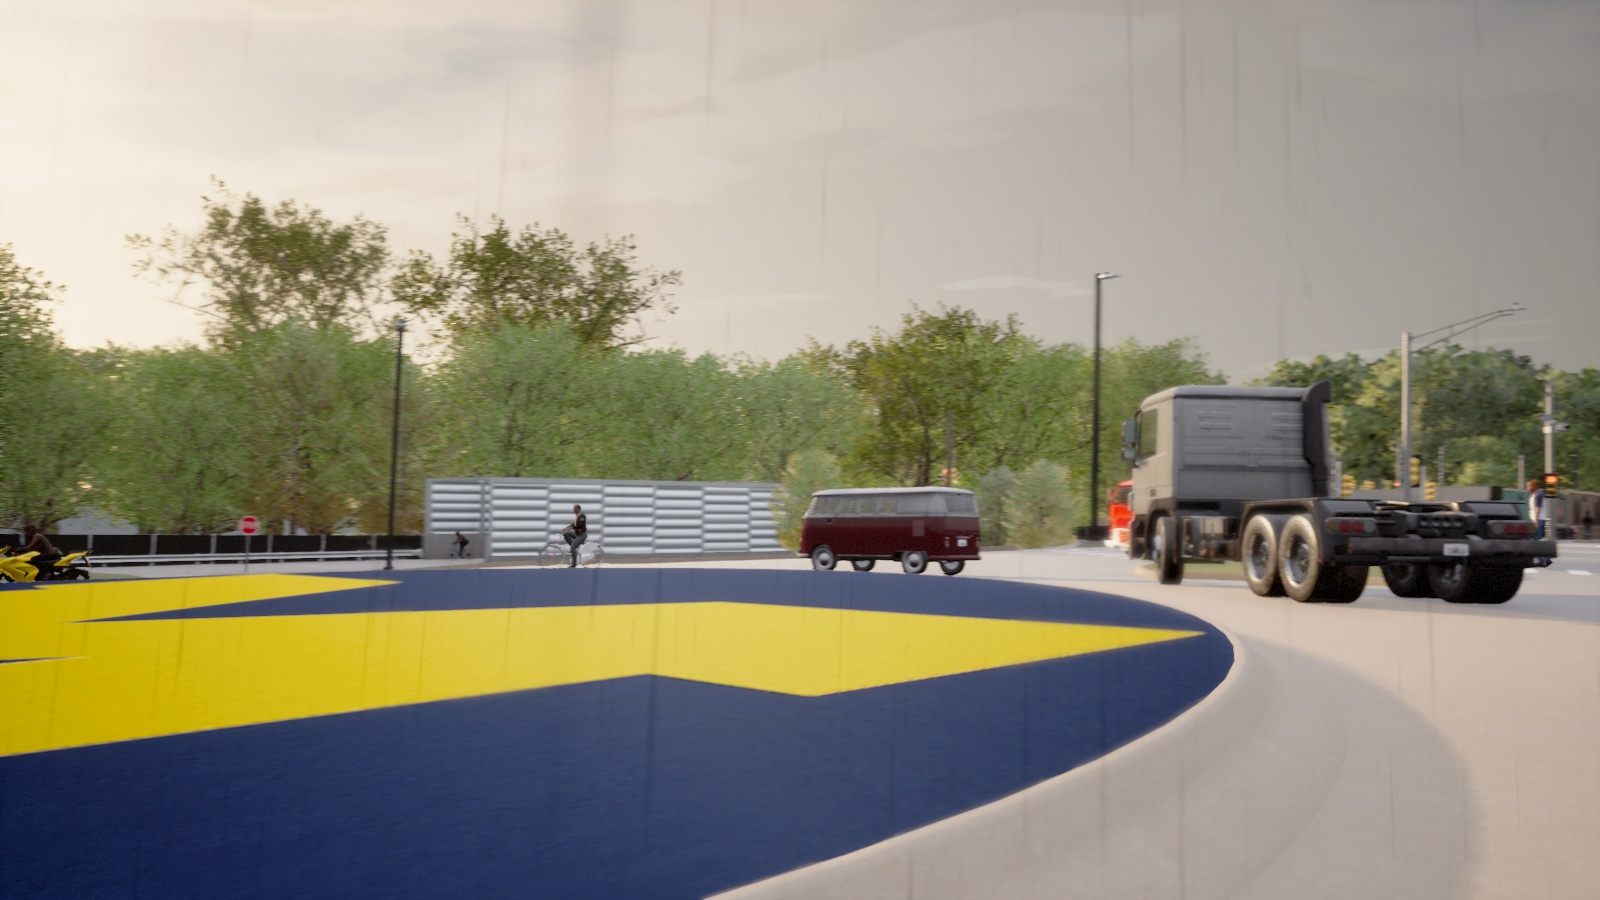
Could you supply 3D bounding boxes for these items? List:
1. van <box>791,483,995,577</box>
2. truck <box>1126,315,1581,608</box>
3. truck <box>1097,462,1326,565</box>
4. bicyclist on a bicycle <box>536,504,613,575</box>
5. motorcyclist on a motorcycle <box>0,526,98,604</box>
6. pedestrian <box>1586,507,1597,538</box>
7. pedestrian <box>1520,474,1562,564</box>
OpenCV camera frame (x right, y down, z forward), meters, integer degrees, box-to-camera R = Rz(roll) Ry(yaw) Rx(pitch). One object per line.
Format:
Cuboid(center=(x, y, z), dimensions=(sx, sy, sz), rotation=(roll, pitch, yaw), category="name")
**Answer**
Cuboid(center=(2.056, 1.844, 28.675), dimensions=(4.442, 1.987, 1.775), rotation=(-4, -6, 41), category="van")
Cuboid(center=(7.638, 0.394, 18.964), dimensions=(2.891, 3.462, 7.936), rotation=(1, -4, -4), category="truck")
Cuboid(center=(10.885, 1.615, 33.292), dimensions=(5.204, 2.467, 2.627), rotation=(-1, -1, -21), category="truck")
Cuboid(center=(-5.935, 2.337, 33.025), dimensions=(1.843, 1.776, 0.659), rotation=(1, -4, -33), category="bicyclist on a bicycle")
Cuboid(center=(-15.914, 2.407, 26.245), dimensions=(2.044, 1.523, 0.797), rotation=(0, -7, -21), category="motorcyclist on a motorcycle")
Cuboid(center=(49.478, 4.535, 78.497), dimensions=(0.666, 1.930, 0.402), rotation=(4, -4, -42), category="pedestrian")
Cuboid(center=(15.305, 1.427, 25.945), dimensions=(0.706, 1.836, 0.354), rotation=(0, -4, 28), category="pedestrian")
